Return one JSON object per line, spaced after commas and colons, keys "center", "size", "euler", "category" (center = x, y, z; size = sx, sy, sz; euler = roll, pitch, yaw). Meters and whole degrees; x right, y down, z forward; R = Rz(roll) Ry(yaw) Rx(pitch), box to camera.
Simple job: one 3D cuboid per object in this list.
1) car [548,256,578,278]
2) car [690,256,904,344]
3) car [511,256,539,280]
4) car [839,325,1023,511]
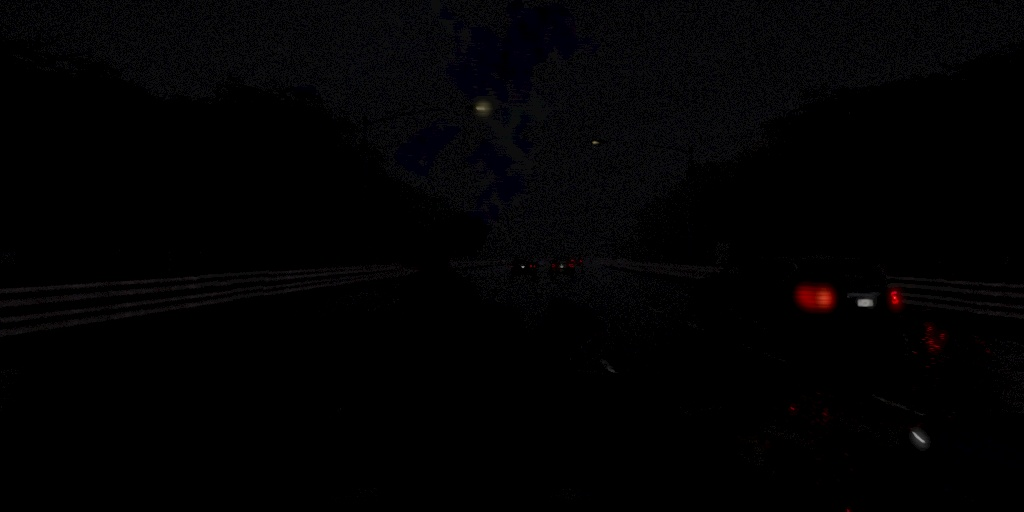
{"center": [4.740, 1.024, 34.511], "size": [2.150, 2.045, 5.566], "euler": [0, 0, 5], "category": "car"}
{"center": [7.093, 1.019, 9.819], "size": [2.150, 2.045, 5.566], "euler": [0, 0, 1], "category": "car"}
{"center": [1.102, 1.000, 32.034], "size": [2.150, 2.045, 5.566], "euler": [0, 0, 4], "category": "car"}
{"center": [3.562, 1.298, 0.554], "size": [1.812, 1.442, 4.674], "euler": [0, 0, 0], "category": "car"}
